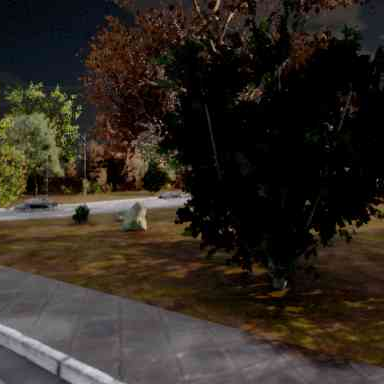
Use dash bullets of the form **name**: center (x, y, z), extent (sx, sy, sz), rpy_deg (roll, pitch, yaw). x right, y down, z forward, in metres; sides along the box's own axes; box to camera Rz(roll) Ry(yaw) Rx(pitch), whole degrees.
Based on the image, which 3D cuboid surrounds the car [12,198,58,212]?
- **car**: center (-18.034, 1.431, 38.372), extent (2.128, 1.511, 4.902), rpy_deg (0, 1, 39)

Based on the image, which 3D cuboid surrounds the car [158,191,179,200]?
- **car**: center (-3.814, 0.619, 55.827), extent (1.994, 1.385, 4.181), rpy_deg (0, 3, 40)
